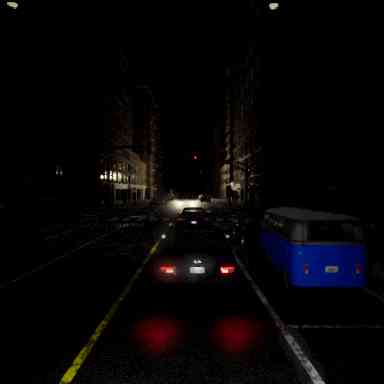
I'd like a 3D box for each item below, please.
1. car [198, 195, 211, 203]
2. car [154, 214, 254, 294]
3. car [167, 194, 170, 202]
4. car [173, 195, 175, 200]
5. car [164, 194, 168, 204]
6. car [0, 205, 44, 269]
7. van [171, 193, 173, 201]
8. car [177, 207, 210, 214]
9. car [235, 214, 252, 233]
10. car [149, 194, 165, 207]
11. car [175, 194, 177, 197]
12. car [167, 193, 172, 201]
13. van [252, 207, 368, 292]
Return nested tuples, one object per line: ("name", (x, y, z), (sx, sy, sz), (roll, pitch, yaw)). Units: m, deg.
("car", (2.825, 1.403, 68.668), (1.967, 1.590, 4.097), (0, 0, 0))
("car", (0.097, 1.546, 8.900), (2.033, 1.411, 5.357), (0, 0, 0))
("car", (-5.697, 1.509, 63.178), (1.887, 1.381, 4.507), (0, 0, 0))
("car", (-5.704, 1.516, 79.530), (2.008, 1.369, 4.403), (0, 0, 0))
("car", (-5.694, 1.516, 57.727), (2.008, 1.369, 4.403), (0, 0, 0))
("car", (-5.673, 1.313, 8.588), (2.192, 1.841, 5.009), (0, 0, 0))
("van", (-5.702, 1.305, 74.079), (1.690, 1.788, 3.998), (0, 0, 0))
("car", (0.093, 1.557, 19.220), (1.994, 1.385, 4.181), (0, 0, 0))
("car", (2.850, 1.562, 14.292), (1.947, 1.339, 4.313), (0, 0, 0))
("car", (-5.692, 1.493, 52.106), (1.752, 1.417, 4.829), (0, 0, 0))
("car", (-5.707, 1.282, 84.981), (2.192, 1.841, 5.009), (0, 0, 0))
("car", (-5.699, 1.508, 68.629), (1.887, 1.381, 4.507), (0, 0, 0))
("van", (2.851, 1.339, 8.631), (1.690, 1.788, 3.998), (0, 0, 0))
